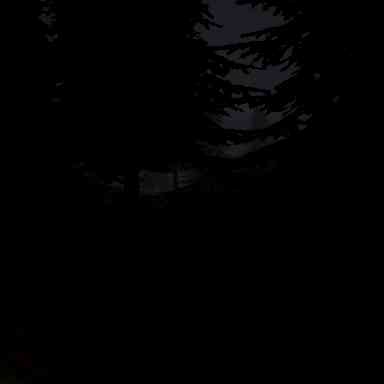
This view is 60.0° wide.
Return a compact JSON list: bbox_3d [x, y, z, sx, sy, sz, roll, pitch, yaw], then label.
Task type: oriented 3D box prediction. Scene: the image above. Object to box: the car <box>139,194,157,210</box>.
[{"bbox_3d":[-6.491,1.206,39.279,2.150,2.045,5.566,0,0,37],"label":"car"}]
